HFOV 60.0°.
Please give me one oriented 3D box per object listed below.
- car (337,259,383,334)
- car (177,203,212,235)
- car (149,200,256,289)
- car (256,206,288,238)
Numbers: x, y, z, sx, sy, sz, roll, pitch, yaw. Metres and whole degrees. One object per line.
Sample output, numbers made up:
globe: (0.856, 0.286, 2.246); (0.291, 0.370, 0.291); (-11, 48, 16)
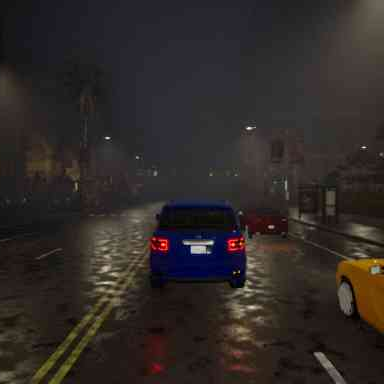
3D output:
car: (3.642, 1.477, 4.253); (1.882, 1.535, 5.008); (0, 0, 0)
car: (0.148, 1.506, 20.090); (1.837, 1.490, 4.892); (0, 0, 0)
car: (0.121, 1.223, 9.273); (2.150, 2.045, 5.566); (0, 0, 0)
car: (3.645, 1.478, 17.728); (1.882, 1.535, 5.008); (0, 0, 0)
